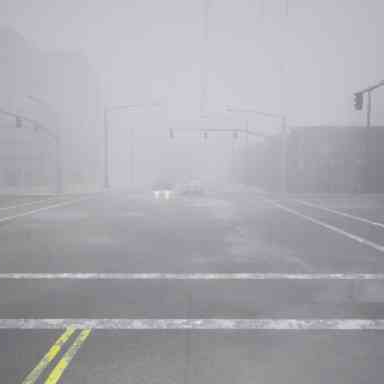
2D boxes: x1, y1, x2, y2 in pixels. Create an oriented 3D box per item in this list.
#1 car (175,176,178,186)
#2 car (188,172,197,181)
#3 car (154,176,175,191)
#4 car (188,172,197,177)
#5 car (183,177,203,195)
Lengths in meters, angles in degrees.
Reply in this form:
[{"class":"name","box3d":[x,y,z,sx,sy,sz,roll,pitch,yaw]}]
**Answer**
[{"class":"car","box3d":[-3.525,-1.669,51.296,1.837,1.490,4.892,0,4,0]},{"class":"car","box3d":[0.108,-3.859,79.751,2.150,2.045,5.566,0,4,0]},{"class":"car","box3d":[-3.542,-0.945,41.389,1.994,1.385,4.181,0,4,0]},{"class":"car","box3d":[0.184,-2.382,61.719,2.128,1.511,4.902,0,4,0]},{"class":"car","box3d":[0.089,-0.522,34.508,1.812,1.442,4.674,0,4,2]}]
